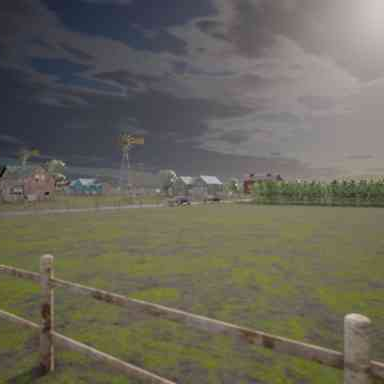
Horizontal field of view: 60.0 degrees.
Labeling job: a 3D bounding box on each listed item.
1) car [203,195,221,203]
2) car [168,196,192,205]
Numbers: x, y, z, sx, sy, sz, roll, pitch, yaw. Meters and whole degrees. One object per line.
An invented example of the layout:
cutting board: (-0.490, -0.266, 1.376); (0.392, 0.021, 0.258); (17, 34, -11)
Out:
car: (3.885, 1.353, 64.498); (1.812, 1.442, 4.674); (-1, 0, 35)
car: (-1.962, 1.370, 55.917); (2.128, 1.511, 4.902); (-1, 0, 35)
